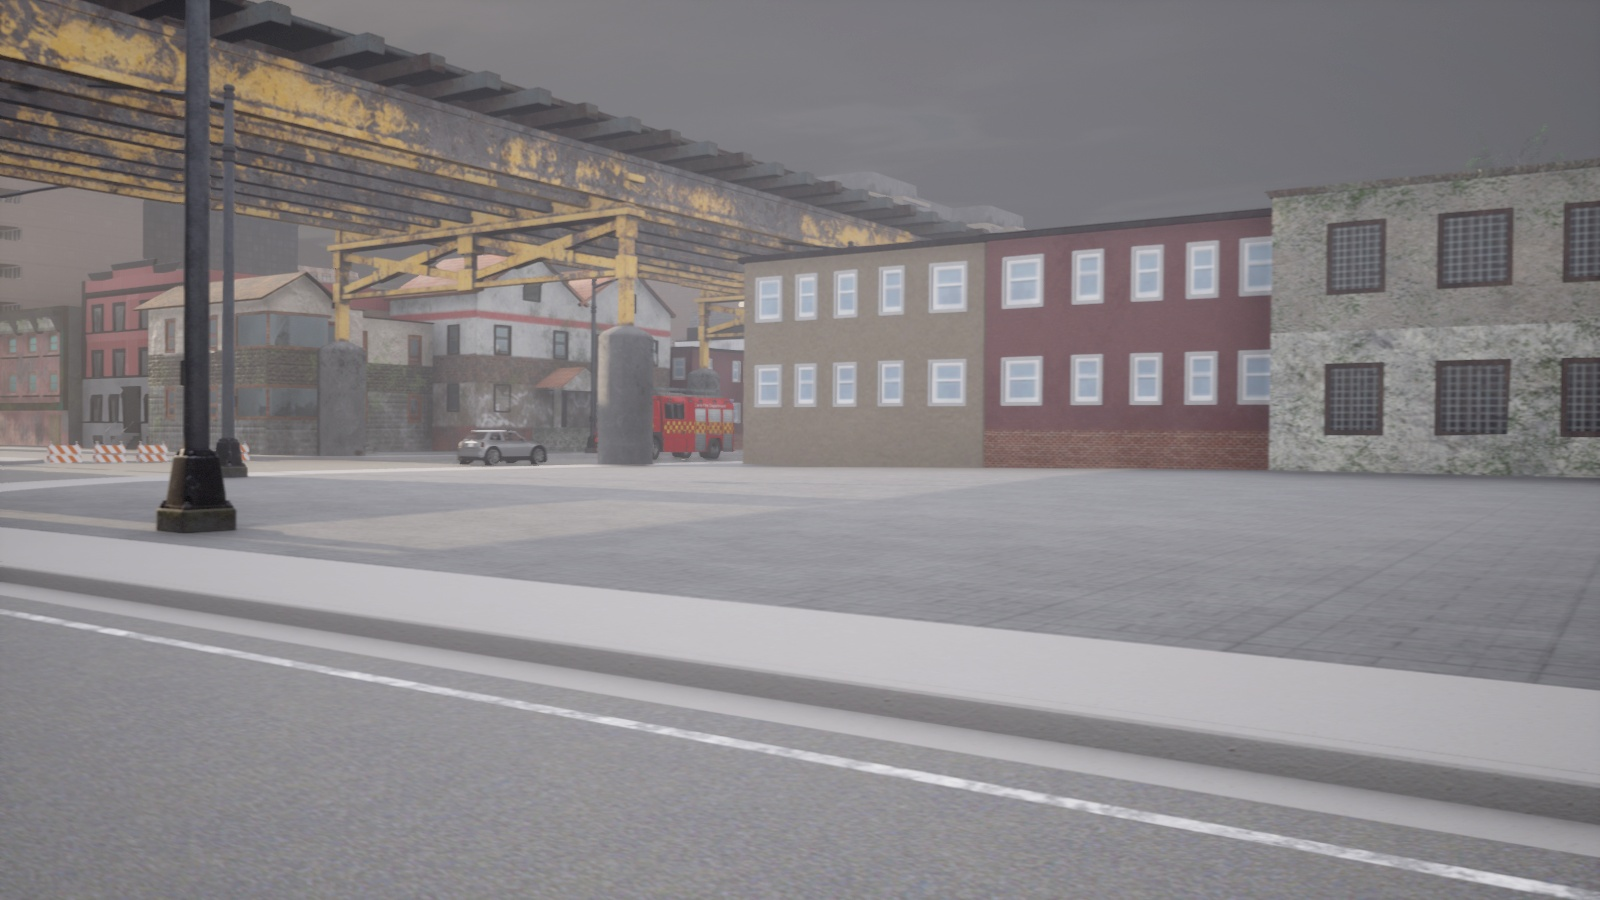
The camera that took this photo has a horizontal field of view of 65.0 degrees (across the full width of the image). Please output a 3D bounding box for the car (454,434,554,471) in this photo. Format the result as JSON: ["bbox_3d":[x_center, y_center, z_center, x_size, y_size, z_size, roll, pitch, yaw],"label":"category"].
[{"bbox_3d":[-12.636,0.077,53.782,1.970,1.475,3.806,0,1,35],"label":"car"}]

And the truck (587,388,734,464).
[{"bbox_3d":[-7.357,-1.288,67.523,2.891,3.827,8.468,0,1,35],"label":"truck"}]
